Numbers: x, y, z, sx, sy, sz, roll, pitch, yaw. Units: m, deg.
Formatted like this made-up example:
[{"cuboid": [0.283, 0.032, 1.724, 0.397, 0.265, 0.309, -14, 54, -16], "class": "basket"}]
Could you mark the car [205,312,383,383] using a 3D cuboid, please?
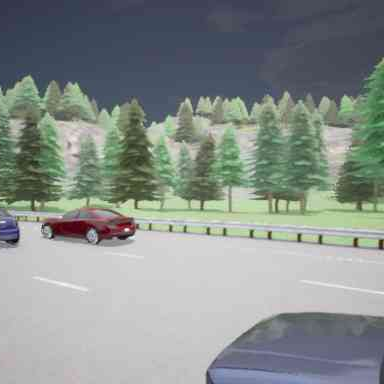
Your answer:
[{"cuboid": [2.642, 1.540, 2.057, 5.357, 1.411, 2.033, 0, 0, 36], "class": "car"}]

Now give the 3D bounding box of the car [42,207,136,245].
[{"cuboid": [-4.866, 1.457, 15.420, 5.008, 1.535, 1.882, 0, 0, 32], "class": "car"}]

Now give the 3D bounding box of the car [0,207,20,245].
[{"cuboid": [-9.408, 1.339, 14.088, 4.553, 1.767, 2.097, 0, 0, 31], "class": "car"}]
